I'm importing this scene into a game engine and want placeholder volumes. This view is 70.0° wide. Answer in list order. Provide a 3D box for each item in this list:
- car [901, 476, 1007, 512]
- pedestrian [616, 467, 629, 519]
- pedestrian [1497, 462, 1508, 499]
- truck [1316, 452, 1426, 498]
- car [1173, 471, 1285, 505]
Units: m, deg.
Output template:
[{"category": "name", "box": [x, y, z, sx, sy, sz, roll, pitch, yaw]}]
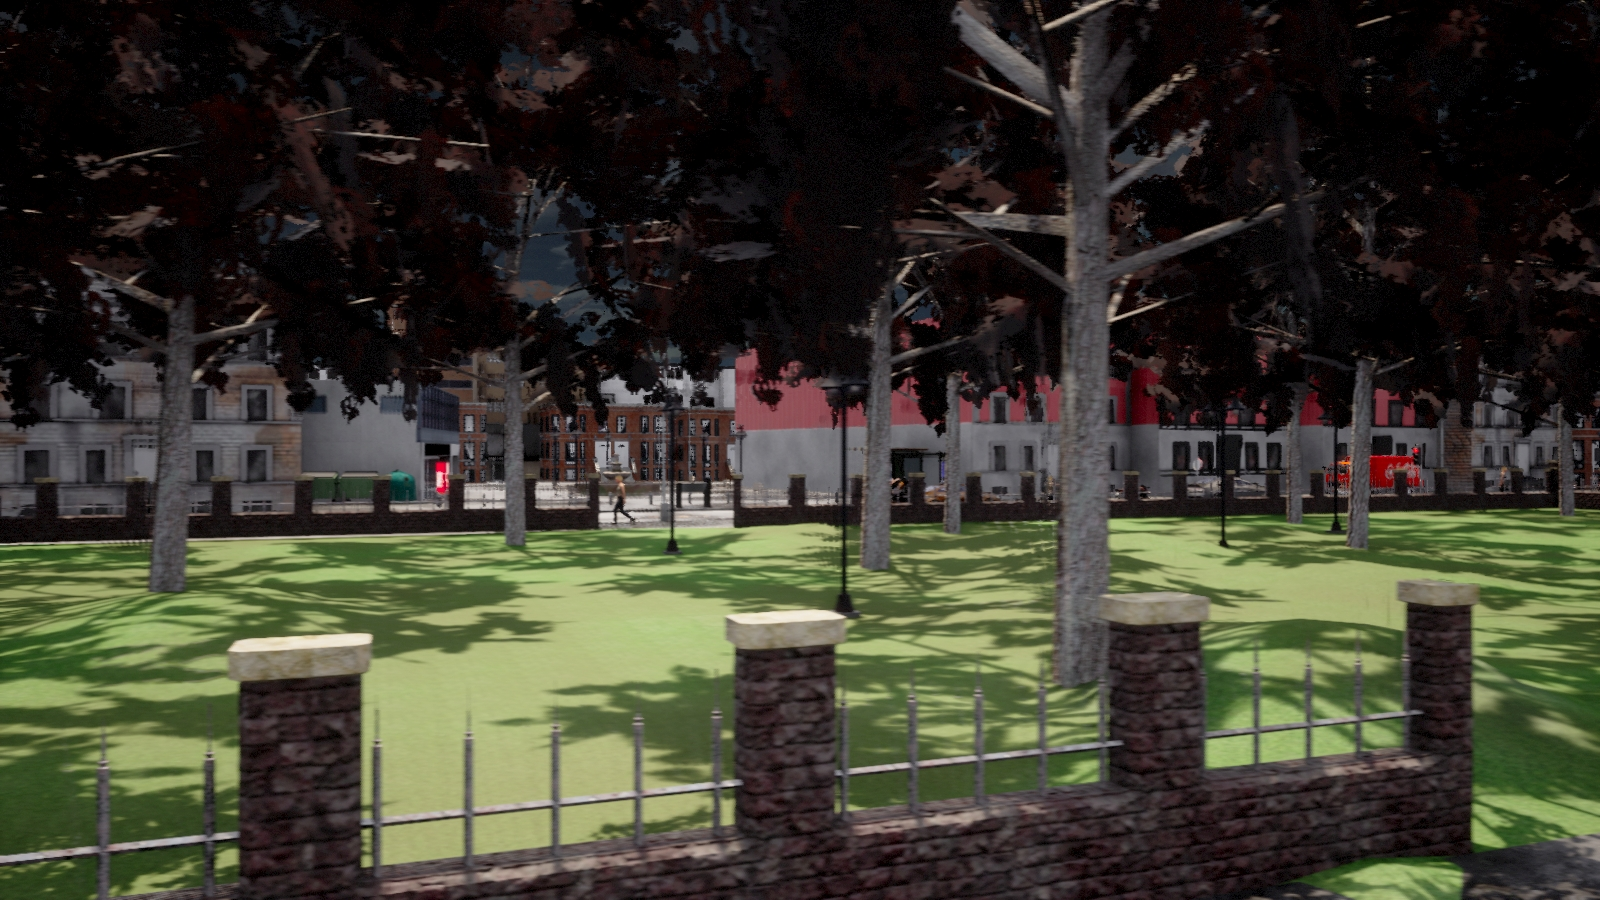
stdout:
[{"category": "car", "box": [6.758, 1.907, 50.243, 4.181, 1.385, 1.994, -1, 0, -20]}, {"category": "pedestrian", "box": [-6.314, 1.521, 40.640, 0.375, 1.860, 0.375, 0, 0, -17]}, {"category": "pedestrian", "box": [35.334, 1.518, 57.480, 0.375, 1.860, 0.375, 0, 0, 18]}, {"category": "truck", "box": [31.785, 1.339, 63.599, 5.204, 2.467, 2.627, 0, 0, -20]}, {"category": "car", "box": [20.761, 1.821, 55.316, 4.902, 1.511, 2.128, 0, 0, -20]}]
